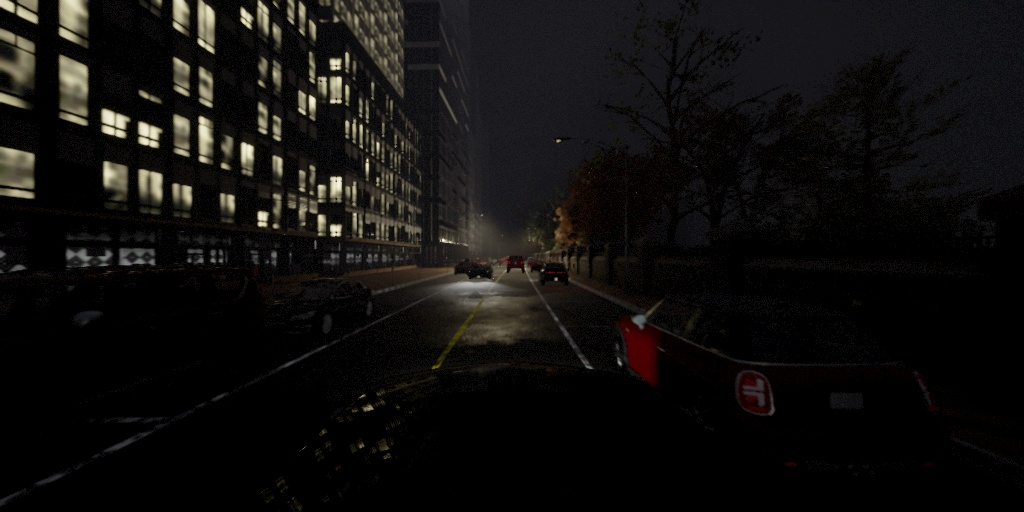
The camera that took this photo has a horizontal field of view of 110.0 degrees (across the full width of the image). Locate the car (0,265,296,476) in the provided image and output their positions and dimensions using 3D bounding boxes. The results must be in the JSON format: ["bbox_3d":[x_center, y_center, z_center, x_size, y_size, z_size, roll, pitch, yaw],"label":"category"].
[{"bbox_3d":[-5.312,1.063,4.419,2.192,1.841,5.009,0,0,0],"label":"car"}]

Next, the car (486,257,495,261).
[{"bbox_3d":[-4.607,1.058,60.690,2.192,1.841,5.009,0,0,2],"label":"car"}]

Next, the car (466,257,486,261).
[{"bbox_3d":[-4.881,1.059,43.816,2.192,1.841,5.009,0,0,1],"label":"car"}]

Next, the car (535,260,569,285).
[{"bbox_3d":[2.889,1.253,25.696,1.837,1.490,4.892,0,0,1],"label":"car"}]

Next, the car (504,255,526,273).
[{"bbox_3d":[0.493,0.959,44.377,2.150,2.045,5.566,0,-1,2],"label":"car"}]

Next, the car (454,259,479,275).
[{"bbox_3d":[-4.989,1.289,38.191,1.888,1.381,4.507,0,0,1],"label":"car"}]

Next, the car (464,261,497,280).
[{"bbox_3d":[-2.632,1.346,30.992,1.895,1.301,4.718,0,0,1],"label":"car"}]

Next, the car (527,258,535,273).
[{"bbox_3d":[3.156,1.292,44.337,1.888,1.381,4.507,0,0,1],"label":"car"}]

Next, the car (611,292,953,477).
[{"bbox_3d":[2.713,1.190,4.834,1.967,1.591,4.097,0,0,0],"label":"car"}]

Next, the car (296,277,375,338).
[{"bbox_3d":[-5.298,1.297,10.055,2.007,1.370,4.403,0,0,0],"label":"car"}]
